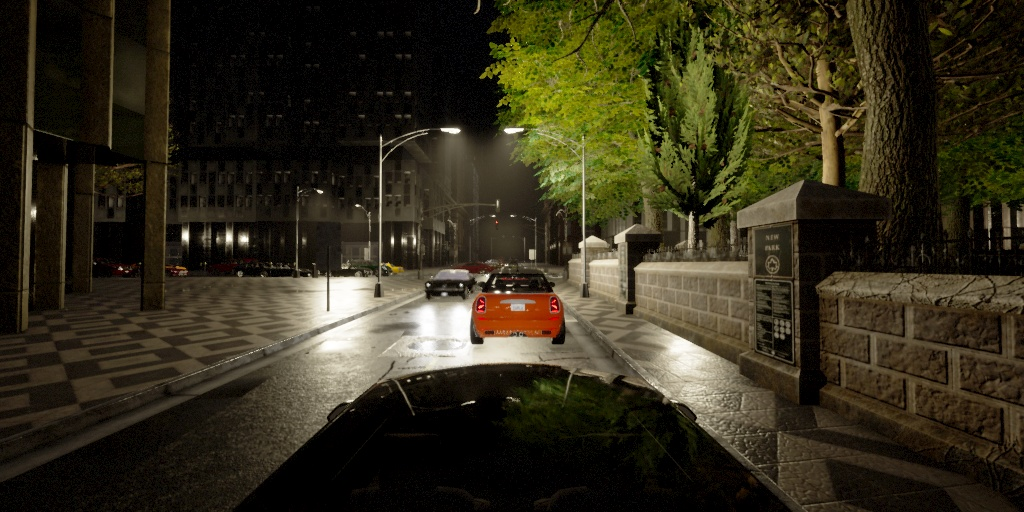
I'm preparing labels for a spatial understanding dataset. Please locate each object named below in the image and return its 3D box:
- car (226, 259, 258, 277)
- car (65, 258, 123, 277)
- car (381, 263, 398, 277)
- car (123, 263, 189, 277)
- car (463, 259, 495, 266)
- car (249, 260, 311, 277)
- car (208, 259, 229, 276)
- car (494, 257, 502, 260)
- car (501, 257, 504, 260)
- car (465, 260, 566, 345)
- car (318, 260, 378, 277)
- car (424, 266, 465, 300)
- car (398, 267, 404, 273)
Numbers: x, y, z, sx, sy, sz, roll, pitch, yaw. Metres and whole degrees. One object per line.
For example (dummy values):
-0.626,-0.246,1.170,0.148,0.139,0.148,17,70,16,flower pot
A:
-23.883,1.291,34.256,4.892,1.490,1.837,0,-1,0,car
-36.558,1.061,31.705,5.009,1.841,2.192,0,0,1,car
-13.738,1.125,34.156,4.553,1.767,2.097,0,-1,0,car
-31.045,1.320,31.649,4.207,1.307,1.802,0,0,1,car
-4.264,1.345,37.235,4.674,1.442,1.812,-1,0,1,car
-20.020,1.289,31.539,4.313,1.339,1.948,0,0,1,car
-30.967,1.237,40.172,5.009,1.841,2.192,0,0,1,car
-2.874,1.326,50.770,2.128,1.511,4.902,0,0,0,car
-2.811,1.370,61.145,1.837,1.490,4.892,0,0,1,car
0.129,1.107,9.707,2.097,1.767,4.553,0,0,0,car
-14.507,1.267,31.483,4.403,1.370,2.007,0,0,1,car
-2.932,1.364,17.816,1.895,1.301,4.718,0,0,0,car
-14.600,1.426,40.008,4.829,1.417,1.751,0,0,1,car
